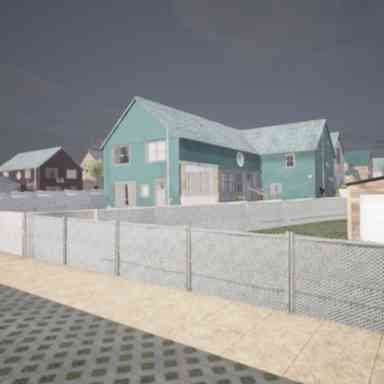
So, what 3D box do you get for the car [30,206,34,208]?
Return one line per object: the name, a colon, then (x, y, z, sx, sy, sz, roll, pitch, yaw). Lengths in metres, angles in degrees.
car: (-16.105, 0.815, 33.247, 2.097, 1.767, 4.553, -1, 1, 35)
